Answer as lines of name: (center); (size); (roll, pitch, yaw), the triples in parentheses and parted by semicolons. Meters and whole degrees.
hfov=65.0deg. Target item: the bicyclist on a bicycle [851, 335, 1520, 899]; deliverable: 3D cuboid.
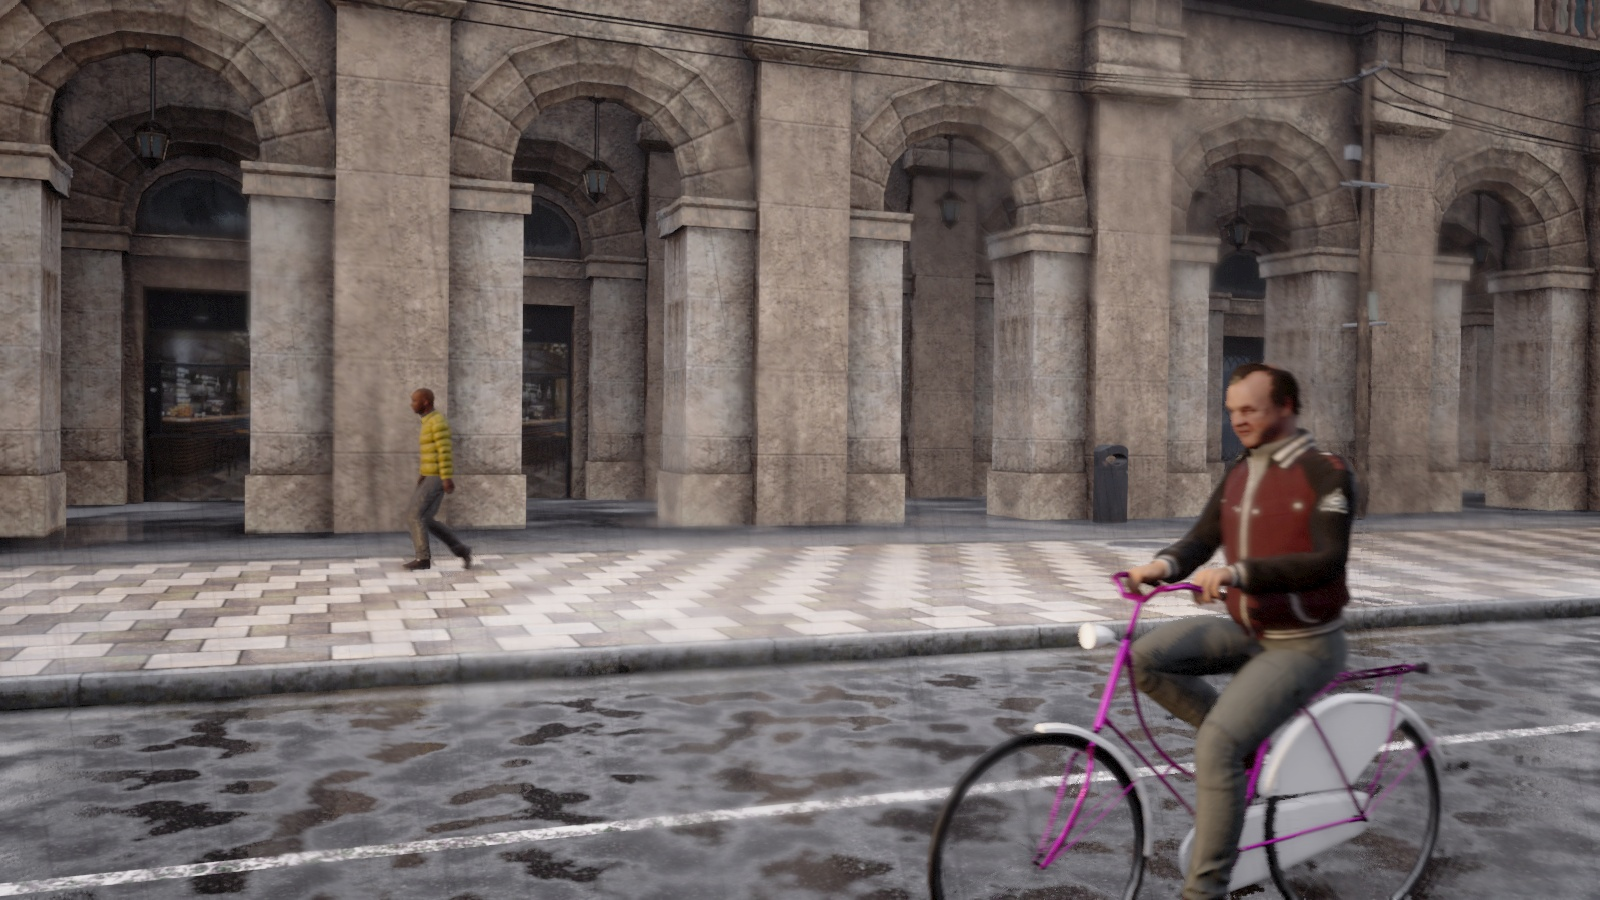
bicyclist on a bicycle: (1.133, 0.597, 3.668); (1.843, 1.776, 0.659); (-1, 1, -21)

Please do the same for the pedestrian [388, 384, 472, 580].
pedestrian: (-3.537, 0.298, 12.022); (0.726, 1.835, 0.370); (-1, 1, -13)
